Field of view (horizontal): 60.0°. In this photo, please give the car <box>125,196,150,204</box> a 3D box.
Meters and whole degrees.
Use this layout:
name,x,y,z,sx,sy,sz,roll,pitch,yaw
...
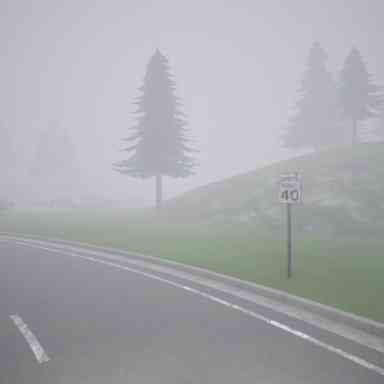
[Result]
name,x,y,z,sx,sy,sz,roll,pitch,yaw
car,-10.595,1.477,64.979,1.882,1.535,5.008,0,0,38

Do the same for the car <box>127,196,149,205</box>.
name,x,y,z,sx,sy,sz,roll,pitch,yaw
car,-10.348,1.492,59.646,2.128,1.511,4.902,0,0,38

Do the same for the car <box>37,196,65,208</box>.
name,x,y,z,sx,sy,sz,roll,pitch,yaw
car,-19.292,1.351,48.165,2.097,1.767,4.553,0,0,38

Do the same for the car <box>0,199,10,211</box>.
name,x,y,z,sx,sy,sz,roll,pitch,yaw
car,-21.642,1.601,33.737,1.895,1.301,4.718,0,0,38

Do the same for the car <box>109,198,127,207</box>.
name,x,y,z,sx,sy,sz,roll,pitch,yaw
car,-12.968,1.547,50.603,2.033,1.411,5.357,0,0,38

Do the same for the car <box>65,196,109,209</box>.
name,x,y,z,sx,sy,sz,roll,pitch,yaw
car,-13.769,1.353,43.867,2.097,1.767,4.553,0,0,38

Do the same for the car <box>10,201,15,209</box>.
name,x,y,z,sx,sy,sz,roll,pitch,yaw
car,-22.859,1.491,37.873,2.128,1.511,4.902,0,0,38

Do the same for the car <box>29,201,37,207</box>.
name,x,y,z,sx,sy,sz,roll,pitch,yaw
car,-22.056,1.601,50.314,1.895,1.301,4.718,0,0,38
